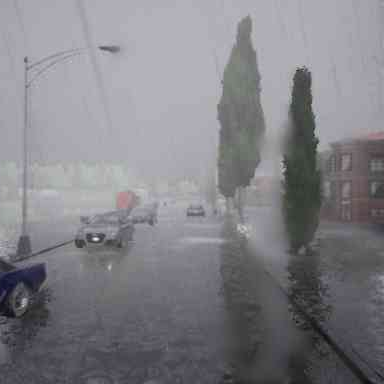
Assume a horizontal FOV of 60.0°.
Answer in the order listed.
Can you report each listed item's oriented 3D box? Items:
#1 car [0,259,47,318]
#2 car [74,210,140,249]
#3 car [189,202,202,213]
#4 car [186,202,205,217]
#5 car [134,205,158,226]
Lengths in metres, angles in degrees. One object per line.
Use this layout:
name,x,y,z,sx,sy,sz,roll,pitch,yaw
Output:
car,-4.218,1.666,4.951,1.895,1.301,4.718,0,-1,5
car,-3.942,1.770,15.627,1.994,1.385,4.181,0,-1,0
car,0.490,2.149,46.957,1.812,1.442,4.674,0,-1,1
car,0.416,2.055,36.956,1.994,1.385,4.181,0,-1,1
car,-3.830,1.858,26.691,1.837,1.490,4.892,0,-1,1
